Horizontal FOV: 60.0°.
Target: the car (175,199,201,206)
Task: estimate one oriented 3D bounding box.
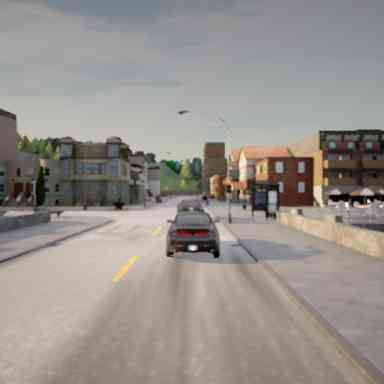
[{"bbox_3d":[-0.269,1.343,27.787,2.097,1.767,4.553,0,0,-5],"label":"car"}]

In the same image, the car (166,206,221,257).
[{"bbox_3d":[0.047,1.502,12.920,1.837,1.490,4.892,0,0,0],"label":"car"}]
